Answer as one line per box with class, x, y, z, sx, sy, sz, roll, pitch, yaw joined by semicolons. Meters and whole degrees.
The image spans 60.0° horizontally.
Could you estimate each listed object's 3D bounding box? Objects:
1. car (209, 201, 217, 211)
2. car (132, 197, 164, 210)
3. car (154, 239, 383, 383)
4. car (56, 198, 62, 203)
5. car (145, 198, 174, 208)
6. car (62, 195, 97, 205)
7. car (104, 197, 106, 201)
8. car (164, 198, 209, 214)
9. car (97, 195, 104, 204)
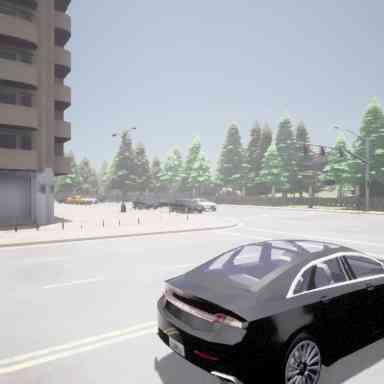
car;0.995;1.470;38.913;1.812;1.442;4.674;0;0;-35
car;-6.029;1.446;42.784;1.837;1.490;4.892;0;1;-36
car;1.813;1.492;5.078;4.902;1.511;2.128;0;0;-35
car;-24.057;1.492;65.558;5.357;1.411;2.033;0;0;15
car;-4.606;1.545;46.829;1.895;1.301;4.718;0;0;-37
car;-18.882;1.422;55.694;5.008;1.535;1.882;0;0;30
car;-20.007;1.447;67.747;4.902;1.511;2.128;0;0;18
car;-0.684;1.449;35.207;1.837;1.490;4.892;0;0;-35
car;-18.682;1.470;59.647;4.674;1.442;1.812;0;0;28
